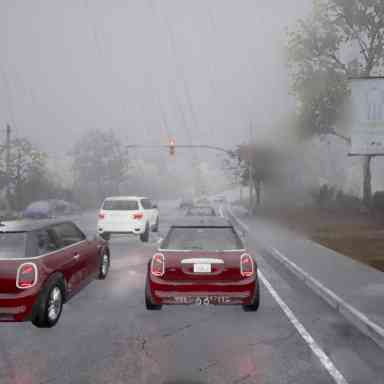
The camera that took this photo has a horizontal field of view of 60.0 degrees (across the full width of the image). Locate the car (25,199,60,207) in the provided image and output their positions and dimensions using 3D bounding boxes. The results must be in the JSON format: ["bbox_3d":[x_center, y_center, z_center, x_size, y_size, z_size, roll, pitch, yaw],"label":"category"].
[{"bbox_3d":[-11.600,1.478,25.598,1.882,1.535,5.008,2,-1,-18],"label":"car"}]

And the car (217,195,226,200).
[{"bbox_3d":[7.661,1.392,85.628,1.812,1.442,4.674,0,0,10],"label":"car"}]

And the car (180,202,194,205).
[{"bbox_3d":[0.466,1.491,17.156,2.128,1.511,4.902,0,0,2],"label":"car"}]

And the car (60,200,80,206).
[{"bbox_3d":[-13.924,1.504,34.260,4.892,1.490,1.837,0,0,1],"label":"car"}]

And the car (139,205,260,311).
[{"bbox_3d":[0.216,1.352,7.949,2.097,1.767,4.553,0,0,1],"label":"car"}]

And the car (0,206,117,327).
[{"bbox_3d":[-3.293,1.352,7.202,2.097,1.767,4.553,0,0,1],"label":"car"}]

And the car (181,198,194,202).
[{"bbox_3d":[-0.673,1.547,49.254,2.033,1.411,5.357,0,0,3],"label":"car"}]

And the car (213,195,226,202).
[{"bbox_3d":[5.973,1.590,75.535,1.895,1.301,4.718,0,0,9],"label":"car"}]

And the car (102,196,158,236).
[{"bbox_3d":[-3.052,1.221,16.879,2.150,2.045,5.566,0,0,2],"label":"car"}]

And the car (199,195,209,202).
[{"bbox_3d":[2.807,1.478,77.892,1.882,1.535,5.008,0,0,9],"label":"car"}]
